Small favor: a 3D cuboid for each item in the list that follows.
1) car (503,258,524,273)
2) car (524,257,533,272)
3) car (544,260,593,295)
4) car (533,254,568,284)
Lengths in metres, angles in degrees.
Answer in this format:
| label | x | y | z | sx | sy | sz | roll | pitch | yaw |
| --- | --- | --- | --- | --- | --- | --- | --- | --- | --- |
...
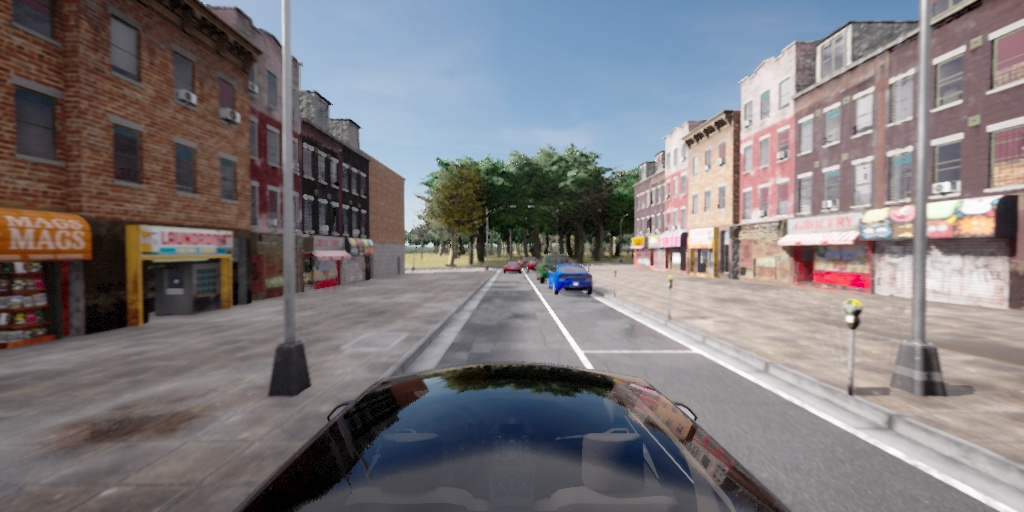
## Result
| label | x | y | z | sx | sy | sz | roll | pitch | yaw |
| --- | --- | --- | --- | --- | --- | --- | --- | --- | --- |
| car | 0.040 | 1.191 | 40.261 | 1.994 | 1.385 | 4.181 | 0 | 0 | 1 |
| car | 2.643 | 1.166 | 42.562 | 1.888 | 1.381 | 4.507 | 0 | 0 | 0 |
| car | 3.017 | 1.162 | 19.382 | 1.882 | 1.535 | 5.008 | 0 | 0 | 0 |
| car | 2.985 | 0.892 | 26.412 | 2.150 | 2.045 | 5.566 | 0 | 0 | 0 |
